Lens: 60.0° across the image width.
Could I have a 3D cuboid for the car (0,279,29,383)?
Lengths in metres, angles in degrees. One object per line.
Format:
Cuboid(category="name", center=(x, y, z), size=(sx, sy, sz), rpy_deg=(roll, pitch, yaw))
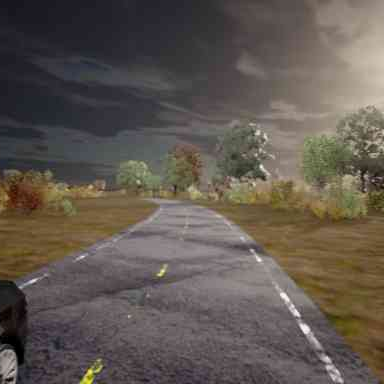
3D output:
Cuboid(category="car", center=(-2.715, 1.457, 1.848), size=(2.128, 1.511, 4.902), rpy_deg=(1, 0, -2))
